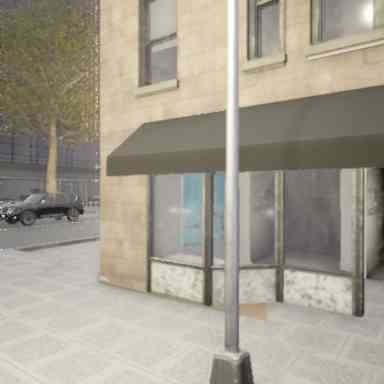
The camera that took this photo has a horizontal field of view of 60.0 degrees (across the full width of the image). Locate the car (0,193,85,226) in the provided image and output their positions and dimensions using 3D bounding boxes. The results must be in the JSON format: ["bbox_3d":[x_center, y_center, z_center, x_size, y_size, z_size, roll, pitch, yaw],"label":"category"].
[{"bbox_3d":[-10.108,1.097,22.926,2.150,2.045,5.566,0,1,35],"label":"car"}]
